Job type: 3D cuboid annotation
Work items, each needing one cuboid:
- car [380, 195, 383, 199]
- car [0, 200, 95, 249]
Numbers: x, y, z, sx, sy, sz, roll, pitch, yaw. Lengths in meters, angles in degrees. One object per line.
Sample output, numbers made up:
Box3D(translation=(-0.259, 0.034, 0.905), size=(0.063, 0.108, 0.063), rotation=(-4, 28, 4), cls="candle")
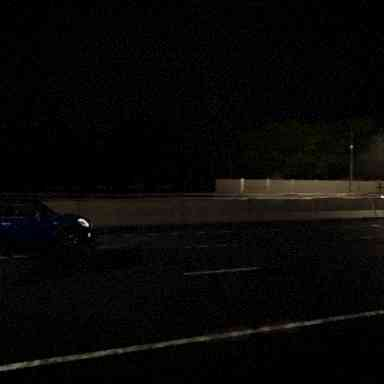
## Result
Box3D(translation=(28.128, 0.680, 45.560), size=(4.553, 1.767, 2.097), rotation=(0, 1, -18), cls="car")
Box3D(translation=(-5.914, 1.087, 12.086), size=(4.553, 1.767, 2.097), rotation=(0, 1, -18), cls="car")
